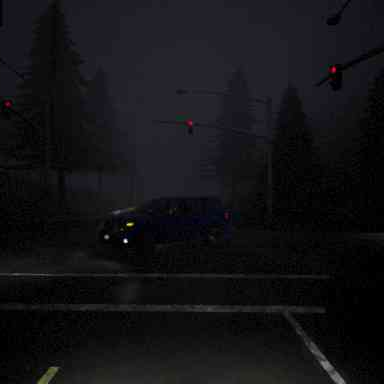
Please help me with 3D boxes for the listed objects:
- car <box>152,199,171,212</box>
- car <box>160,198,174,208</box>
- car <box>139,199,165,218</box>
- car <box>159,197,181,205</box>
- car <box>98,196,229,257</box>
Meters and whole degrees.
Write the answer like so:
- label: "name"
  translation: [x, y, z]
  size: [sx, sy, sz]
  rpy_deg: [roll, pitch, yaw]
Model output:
- label: "car"
  translation: [-3.624, 1.601, 40.530]
  size: [1.895, 1.301, 4.718]
  rpy_deg: [0, 0, 0]
- label: "car"
  translation: [-3.849, 1.601, 50.700]
  size: [1.895, 1.301, 4.718]
  rpy_deg: [0, 0, -7]
- label: "car"
  translation: [-3.619, 1.505, 31.239]
  size: [1.837, 1.490, 4.892]
  rpy_deg: [0, 0, 0]
- label: "car"
  translation: [-4.055, 1.564, 61.744]
  size: [1.994, 1.385, 4.181]
  rpy_deg: [0, 0, -39]
- label: "car"
  translation: [-0.920, 1.215, 13.432]
  size: [5.566, 2.045, 2.150]
  rpy_deg: [0, -1, -41]
